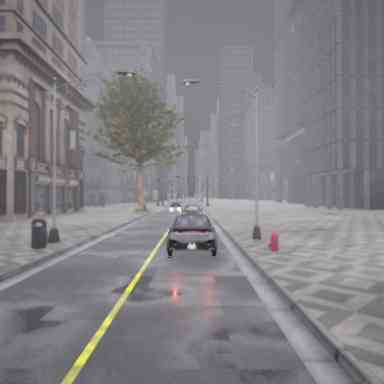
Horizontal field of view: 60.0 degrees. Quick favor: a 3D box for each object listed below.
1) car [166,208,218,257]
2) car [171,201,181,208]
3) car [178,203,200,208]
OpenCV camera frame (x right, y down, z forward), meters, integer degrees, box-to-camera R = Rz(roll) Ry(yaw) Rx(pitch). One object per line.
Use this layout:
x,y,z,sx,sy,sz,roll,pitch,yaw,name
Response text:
0.013,1.636,13.508,2.128,1.511,4.902,0,0,0,car
-3.057,2.326,63.623,1.895,1.301,4.718,0,-1,0,car
0.007,1.834,28.888,1.812,1.442,4.674,0,0,0,car
